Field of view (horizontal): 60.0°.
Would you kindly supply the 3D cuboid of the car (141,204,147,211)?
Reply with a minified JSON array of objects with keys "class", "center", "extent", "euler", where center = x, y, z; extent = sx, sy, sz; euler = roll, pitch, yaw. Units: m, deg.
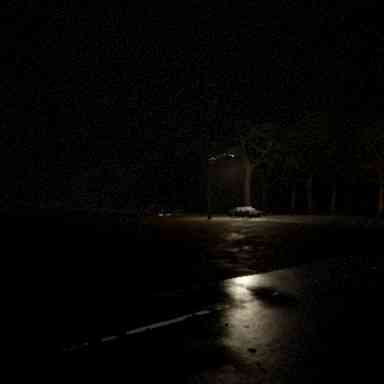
[{"class":"car","center":[-9.287,3.341,71.261],"extent":[1.882,1.535,5.008],"euler":[1,-2,-33]}]

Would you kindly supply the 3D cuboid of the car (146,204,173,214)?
[{"class":"car","center":[-5.796,3.165,59.475],"extent":[1.837,1.490,4.892],"euler":[1,-3,-33]}]

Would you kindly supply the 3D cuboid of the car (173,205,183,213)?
[{"class":"car","center":[-3.581,3.219,62.534],"extent":[2.128,1.511,4.902],"euler":[1,-2,-33]}]

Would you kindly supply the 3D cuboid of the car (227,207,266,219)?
[{"class":"car","center":[6.549,2.479,40.479],"extent":[2.033,1.411,5.357],"euler":[1,-2,-33]}]
